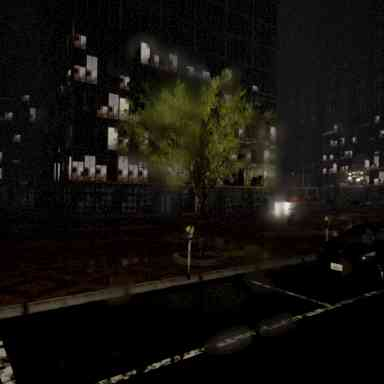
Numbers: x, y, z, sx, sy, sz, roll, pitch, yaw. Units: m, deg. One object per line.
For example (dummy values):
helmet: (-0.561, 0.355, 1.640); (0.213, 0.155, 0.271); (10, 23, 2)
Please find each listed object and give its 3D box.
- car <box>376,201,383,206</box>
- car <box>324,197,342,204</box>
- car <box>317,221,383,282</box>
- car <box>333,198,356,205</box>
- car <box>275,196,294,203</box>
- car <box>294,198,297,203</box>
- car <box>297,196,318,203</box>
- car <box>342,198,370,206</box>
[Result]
car: (36.947, 1.889, 62.197); (1.752, 1.417, 4.829); (1, -1, -20)
car: (27.689, 1.688, 64.558); (1.967, 1.590, 4.097); (1, -1, -20)
car: (5.562, 1.574, 9.827); (4.313, 1.339, 1.947); (0, 1, -34)
car: (33.148, 1.985, 72.540); (2.008, 1.369, 4.403); (1, -1, -20)
car: (21.905, 1.795, 80.305); (1.967, 1.590, 4.097); (1, -1, -20)
car: (27.362, 2.123, 88.294); (1.802, 1.307, 4.206); (1, -1, -20)
car: (29.294, 1.820, 83.046); (2.192, 1.841, 5.009); (1, -1, -20)
car: (29.615, 1.763, 59.307); (2.008, 1.369, 4.403); (1, -1, -20)
